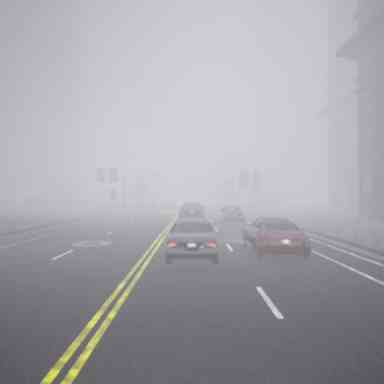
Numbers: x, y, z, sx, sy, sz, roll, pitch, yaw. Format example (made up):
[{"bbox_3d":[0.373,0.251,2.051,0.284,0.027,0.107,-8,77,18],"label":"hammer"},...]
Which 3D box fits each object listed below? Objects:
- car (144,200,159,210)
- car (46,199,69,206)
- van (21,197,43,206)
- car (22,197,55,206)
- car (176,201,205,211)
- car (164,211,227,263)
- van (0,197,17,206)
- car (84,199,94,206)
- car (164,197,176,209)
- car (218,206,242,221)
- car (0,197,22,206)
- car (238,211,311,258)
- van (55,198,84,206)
[{"bbox_3d":[-6.568,2.066,54.144,1.812,1.442,4.674,0,-1,0],"label":"car"},{"bbox_3d":[-29.311,2.301,72.628,4.206,1.307,1.802,0,-1,0],"label":"car"},{"bbox_3d":[-34.989,2.056,72.624,3.998,1.788,1.690,0,-1,0],"label":"van"},{"bbox_3d":[-29.299,1.924,64.107,5.009,1.841,2.192,0,-1,0],"label":"car"},{"bbox_3d":[-0.001,1.635,28.422,2.097,1.767,4.553,0,-1,0],"label":"car"},{"bbox_3d":[0.001,1.673,12.520,2.033,1.411,5.357,0,-1,0],"label":"car"},{"bbox_3d":[-40.666,2.054,72.617,3.998,1.788,1.690,0,-1,0],"label":"van"},{"bbox_3d":[-23.633,2.274,72.635,4.403,1.369,2.008,0,-1,0],"label":"car"},{"bbox_3d":[-3.316,2.037,54.543,2.128,1.511,4.902,0,-1,0],"label":"car"},{"bbox_3d":[3.239,1.823,27.544,2.033,1.411,5.357,0,-1,0],"label":"car"},{"bbox_3d":[-34.977,2.187,64.097,4.206,1.307,1.802,0,-1,0],"label":"car"},{"bbox_3d":[3.264,1.699,13.465,1.994,1.385,4.181,0,0,1],"label":"car"},{"bbox_3d":[-23.621,1.954,64.114,3.998,1.788,1.690,0,-1,0],"label":"van"}]
